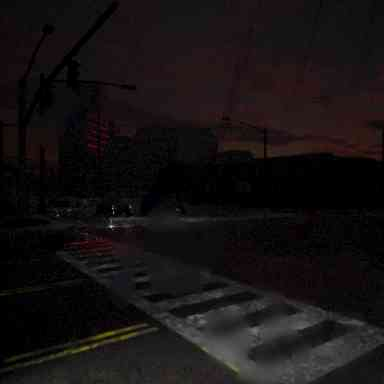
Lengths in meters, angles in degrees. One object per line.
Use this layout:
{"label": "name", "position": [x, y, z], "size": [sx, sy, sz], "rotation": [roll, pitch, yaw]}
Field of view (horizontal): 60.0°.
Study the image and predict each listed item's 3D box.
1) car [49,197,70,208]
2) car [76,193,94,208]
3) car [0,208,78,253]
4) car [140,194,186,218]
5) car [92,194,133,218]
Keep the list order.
{"label": "car", "position": [-18.734, 1.485, 46.948], "size": [1.882, 1.535, 5.008], "rotation": [0, 0, -35]}
{"label": "car", "position": [-14.856, 1.229, 47.525], "size": [2.150, 2.045, 5.566], "rotation": [0, 0, -35]}
{"label": "car", "position": [-6.590, 1.527, 12.149], "size": [4.674, 1.442, 1.812], "rotation": [0, 0, -38]}
{"label": "car", "position": [-2.778, 1.232, 30.669], "size": [2.150, 2.045, 5.566], "rotation": [0, 0, -36]}
{"label": "car", "position": [-7.261, 1.360, 30.882], "size": [2.097, 1.767, 4.553], "rotation": [0, 0, -36]}
